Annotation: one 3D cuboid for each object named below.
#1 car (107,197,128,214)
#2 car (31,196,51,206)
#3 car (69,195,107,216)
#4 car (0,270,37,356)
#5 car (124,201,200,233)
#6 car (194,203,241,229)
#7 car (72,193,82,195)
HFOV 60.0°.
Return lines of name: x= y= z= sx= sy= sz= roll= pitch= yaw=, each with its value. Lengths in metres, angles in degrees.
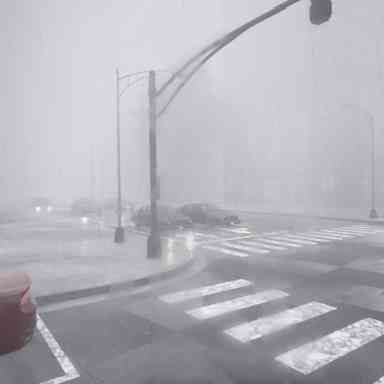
car: x=-7.287 y=1.271 z=32.716 sx=2.128 sy=1.511 sz=4.902 roll=-1 pitch=1 yaw=-35
car: x=-21.265 y=1.271 z=46.841 sx=1.895 sy=1.301 sz=4.718 roll=-1 pitch=1 yaw=-35
car: x=-9.811 y=1.334 z=30.657 sx=1.837 sy=1.490 sz=4.892 roll=-1 pitch=1 yaw=-35
car: x=-4.196 y=1.545 z=3.665 sx=4.507 sy=1.381 sz=1.887 roll=0 pitch=-1 yaw=-36
car: x=-1.971 y=1.485 z=19.716 sx=2.033 sy=1.411 sz=5.357 roll=-1 pitch=1 yaw=-32
car: x=0.677 y=1.439 z=21.514 sx=2.033 sy=1.411 sz=5.357 roll=-1 pitch=1 yaw=-39
car: x=-22.856 y=0.926 z=66.030 sx=1.812 sy=1.442 sz=4.674 roll=-1 pitch=1 yaw=-36
